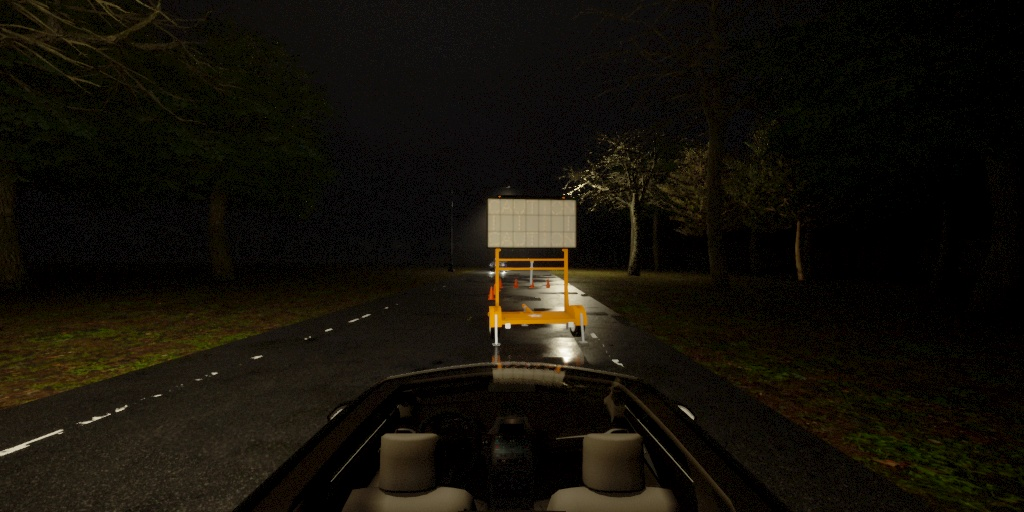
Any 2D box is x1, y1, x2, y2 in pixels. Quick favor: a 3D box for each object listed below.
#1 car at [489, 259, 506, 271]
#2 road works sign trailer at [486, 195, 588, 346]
[{"bbox_3d":[-1.877,1.137,48.333,2.097,1.767,4.553,0,0,2],"label":"car"},{"bbox_3d":[0.504,0.212,9.513,2.380,3.560,2.880,0,0,-6],"label":"road works sign trailer"}]
